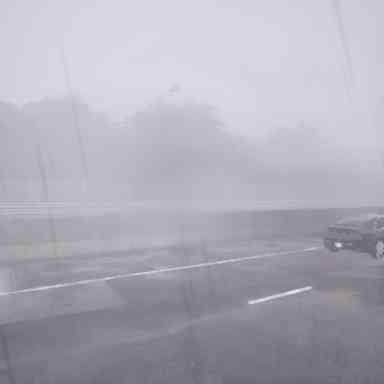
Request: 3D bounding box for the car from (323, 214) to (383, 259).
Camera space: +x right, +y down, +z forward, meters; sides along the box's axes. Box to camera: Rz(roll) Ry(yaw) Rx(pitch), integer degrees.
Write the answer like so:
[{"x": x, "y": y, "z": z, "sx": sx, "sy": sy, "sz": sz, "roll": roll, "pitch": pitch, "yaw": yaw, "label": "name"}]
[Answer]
[{"x": 7.218, "y": 1.632, "z": 13.192, "sx": 4.892, "sy": 1.490, "sz": 1.837, "roll": 0, "pitch": 0, "yaw": -34, "label": "car"}]
